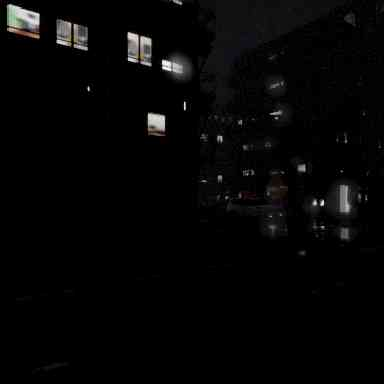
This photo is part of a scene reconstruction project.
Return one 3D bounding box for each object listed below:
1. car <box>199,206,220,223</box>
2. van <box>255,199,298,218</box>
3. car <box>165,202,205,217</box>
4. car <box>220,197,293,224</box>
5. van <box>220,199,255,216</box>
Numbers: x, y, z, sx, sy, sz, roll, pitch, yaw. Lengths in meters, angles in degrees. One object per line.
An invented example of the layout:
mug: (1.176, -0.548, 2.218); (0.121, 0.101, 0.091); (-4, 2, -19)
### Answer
car: (1.738, 1.875, 28.655); (1.802, 1.307, 4.206); (-1, 0, -36)
van: (8.469, 1.603, 33.584); (1.690, 1.788, 3.998); (-1, 0, -36)
car: (-0.851, 1.864, 36.494); (1.882, 1.535, 5.008); (0, -1, -36)
car: (5.298, 1.472, 28.146); (2.150, 2.045, 5.566); (0, -1, -36)
van: (5.146, 1.676, 38.094); (1.690, 1.788, 3.998); (-1, 0, -36)
